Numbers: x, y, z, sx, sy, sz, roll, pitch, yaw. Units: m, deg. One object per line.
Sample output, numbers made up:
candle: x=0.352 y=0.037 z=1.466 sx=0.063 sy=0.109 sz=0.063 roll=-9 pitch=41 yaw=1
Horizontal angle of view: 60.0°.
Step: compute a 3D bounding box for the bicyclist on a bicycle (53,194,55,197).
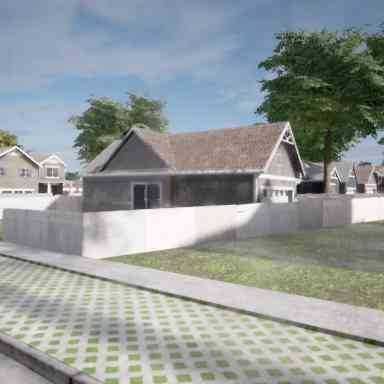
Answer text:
bicyclist on a bicycle: x=-13.035 y=1.025 z=31.551 sx=1.656 sy=1.620 sz=0.582 roll=0 pitch=1 yaw=34
